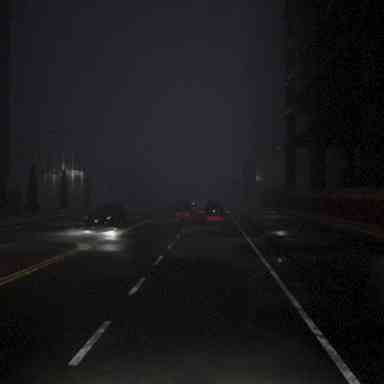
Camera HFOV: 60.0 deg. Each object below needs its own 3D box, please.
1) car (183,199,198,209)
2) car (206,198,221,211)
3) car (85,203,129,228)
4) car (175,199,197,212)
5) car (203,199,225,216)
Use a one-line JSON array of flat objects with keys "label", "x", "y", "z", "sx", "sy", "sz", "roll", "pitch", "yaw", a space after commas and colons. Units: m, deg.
[{"label": "car", "x": -0.192, "y": 1.731, "z": 50.122, "sx": 1.895, "sy": 1.301, "sz": 4.718, "roll": 0, "pitch": 0, "yaw": 4}, {"label": "car", "x": 2.895, "y": 1.592, "z": 43.801, "sx": 1.882, "sy": 1.535, "sz": 5.008, "roll": 0, "pitch": 0, "yaw": 6}, {"label": "car", "x": -5.698, "y": 1.564, "z": 22.725, "sx": 1.837, "sy": 1.490, "sz": 4.892, "roll": 0, "pitch": -1, "yaw": 4}, {"label": "car", "x": -0.904, "y": 1.594, "z": 39.294, "sx": 2.128, "sy": 1.511, "sz": 4.902, "roll": 0, "pitch": 0, "yaw": 4}, {"label": "car", "x": 2.278, "y": 1.595, "z": 34.362, "sx": 1.837, "sy": 1.490, "sz": 4.892, "roll": 0, "pitch": 0, "yaw": 4}]
